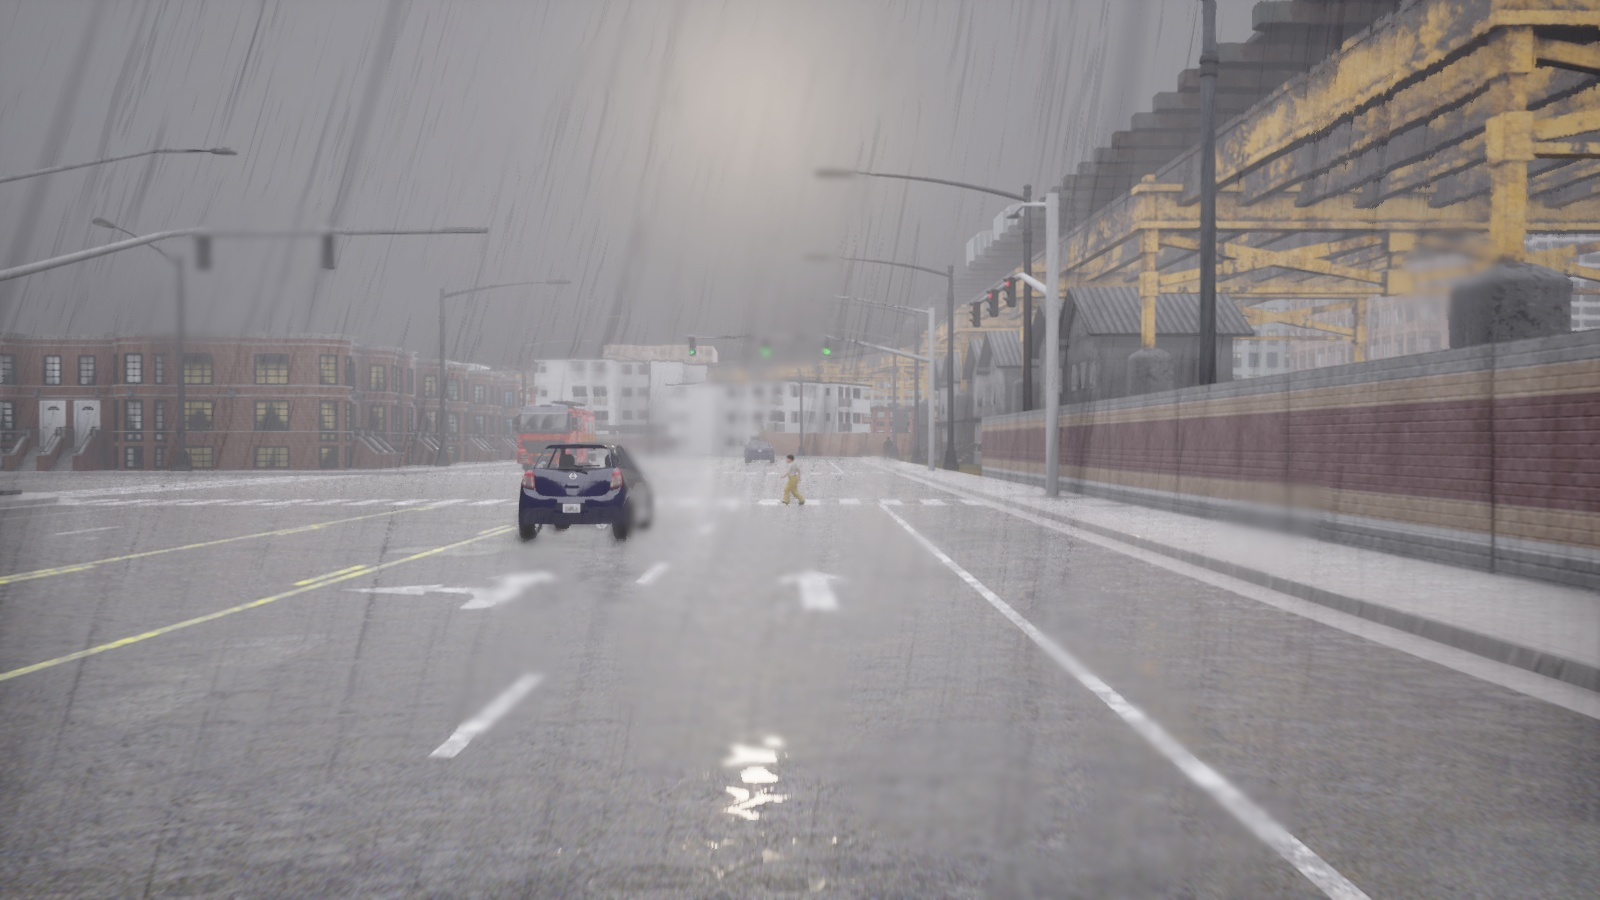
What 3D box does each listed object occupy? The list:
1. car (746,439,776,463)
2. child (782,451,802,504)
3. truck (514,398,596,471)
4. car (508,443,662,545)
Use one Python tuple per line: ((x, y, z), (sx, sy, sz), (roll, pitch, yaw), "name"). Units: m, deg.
((-2.932, 0.071, 94.343), (2.097, 1.767, 4.553), (0, 0, 0), "car")
((-0.191, 0.653, 29.831), (0.437, 1.263, 0.270), (0, 0, 9), "child")
((-13.572, -0.825, 70.268), (2.891, 3.827, 8.468), (0, 0, 0), "truck")
((-3.366, 0.643, 20.299), (1.845, 1.501, 3.633), (0, 0, 0), "car")
